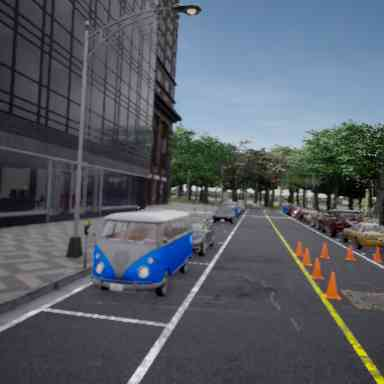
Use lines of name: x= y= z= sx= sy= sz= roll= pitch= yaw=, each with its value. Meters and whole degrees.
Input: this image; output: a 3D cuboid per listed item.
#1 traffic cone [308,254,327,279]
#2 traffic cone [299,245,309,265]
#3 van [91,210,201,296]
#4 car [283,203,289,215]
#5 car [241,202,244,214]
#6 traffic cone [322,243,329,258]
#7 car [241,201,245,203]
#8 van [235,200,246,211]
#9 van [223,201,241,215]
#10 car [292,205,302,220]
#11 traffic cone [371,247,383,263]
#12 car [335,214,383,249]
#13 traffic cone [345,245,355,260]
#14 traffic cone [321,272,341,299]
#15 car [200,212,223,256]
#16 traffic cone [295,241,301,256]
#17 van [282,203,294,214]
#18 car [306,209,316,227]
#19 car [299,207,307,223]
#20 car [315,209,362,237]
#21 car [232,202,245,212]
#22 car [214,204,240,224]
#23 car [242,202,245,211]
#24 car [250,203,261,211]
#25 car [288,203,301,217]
traffic cone: x=3.737 y=2.260 z=9.943 sx=0.340 sy=0.580 sz=0.340 roll=3 pitch=-1 yaw=11
traffic cone: x=4.108 y=2.301 z=11.908 sx=0.340 sy=0.580 sz=0.340 roll=3 pitch=-1 yaw=11
van: x=-1.057 y=1.380 z=8.560 sx=1.690 sy=1.788 sz=3.998 roll=3 pitch=-1 yaw=11
car: x=15.384 y=2.673 z=49.706 sx=2.192 sy=1.841 sz=5.009 roll=3 pitch=-1 yaw=11
car: x=4.958 y=2.233 z=40.442 sx=1.752 sy=1.417 sz=4.829 roll=3 pitch=-1 yaw=11
traffic cone: x=5.460 y=2.391 z=13.686 sx=0.340 sy=0.580 sz=0.340 roll=3 pitch=-1 yaw=11
car: x=6.976 y=2.461 z=51.126 sx=1.752 sy=1.417 sz=4.829 roll=3 pitch=-1 yaw=11
van: x=9.035 y=2.509 z=61.979 sx=1.690 sy=1.788 sz=3.998 roll=3 pitch=-1 yaw=11
van: x=3.989 y=1.940 z=35.269 sx=1.690 sy=1.788 sz=3.998 roll=3 pitch=-1 yaw=11
car: x=13.354 y=2.675 z=39.019 sx=1.887 sy=1.381 sz=4.507 roll=3 pitch=-1 yaw=11
traffic cone: x=7.423 y=2.489 z=13.313 sx=0.340 sy=0.580 sz=0.340 roll=3 pitch=-1 yaw=11
car: x=9.349 y=2.209 z=17.819 sx=1.752 sy=1.417 sz=4.829 roll=3 pitch=-1 yaw=11
traffic cone: x=6.441 y=2.440 z=13.499 sx=0.340 sy=0.580 sz=0.340 roll=3 pitch=-1 yaw=11
traffic cone: x=3.365 y=2.219 z=7.978 sx=0.340 sy=0.580 sz=0.340 roll=3 pitch=-1 yaw=11
car: x=-0.058 y=1.701 z=13.899 sx=2.008 sy=1.369 sz=4.403 roll=3 pitch=-1 yaw=11
traffic cone: x=4.479 y=2.342 z=13.873 sx=0.340 sy=0.580 sz=0.340 roll=3 pitch=-1 yaw=11
van: x=17.401 y=2.927 z=60.389 sx=1.690 sy=1.788 sz=3.998 roll=3 pitch=-1 yaw=11
car: x=11.335 y=2.455 z=28.335 sx=2.008 sy=1.369 sz=4.403 roll=3 pitch=-1 yaw=11
car: x=12.377 y=2.546 z=33.844 sx=1.752 sy=1.417 sz=4.829 roll=3 pitch=-1 yaw=11
car: x=10.338 y=2.107 z=22.996 sx=2.192 sy=1.841 sz=5.009 roll=3 pitch=-1 yaw=11
car: x=8.021 y=2.493 z=56.635 sx=1.967 sy=1.590 sz=4.097 roll=3 pitch=-1 yaw=11
car: x=2.969 y=2.052 z=29.924 sx=1.947 sy=1.339 sz=4.313 roll=3 pitch=-1 yaw=11
car: x=5.996 y=2.391 z=45.950 sx=1.947 sy=1.339 sz=4.313 roll=3 pitch=-1 yaw=11
car: x=12.461 y=2.908 z=65.284 sx=1.812 sy=1.442 sz=4.674 roll=3 pitch=-1 yaw=11
car: x=14.368 y=2.684 z=44.362 sx=1.967 sy=1.590 sz=4.097 roll=3 pitch=-1 yaw=11
